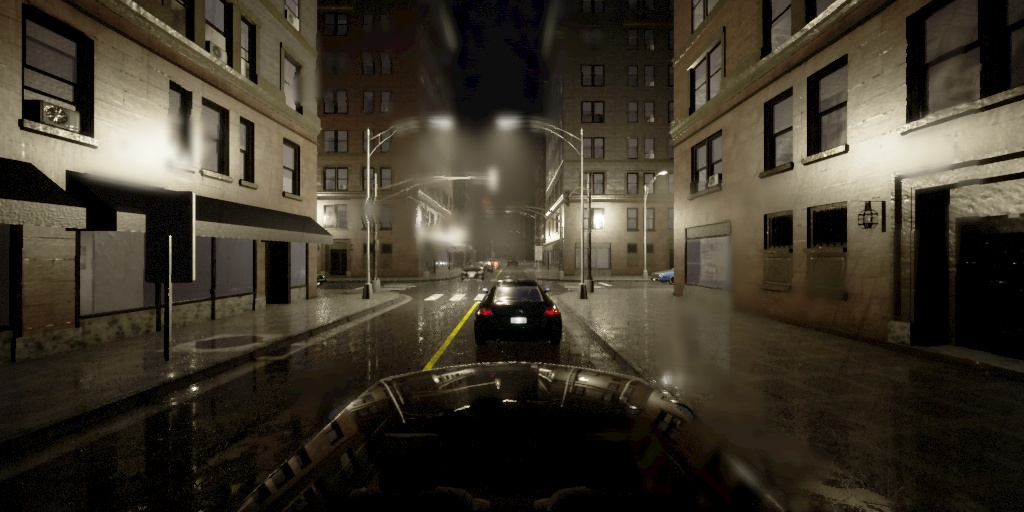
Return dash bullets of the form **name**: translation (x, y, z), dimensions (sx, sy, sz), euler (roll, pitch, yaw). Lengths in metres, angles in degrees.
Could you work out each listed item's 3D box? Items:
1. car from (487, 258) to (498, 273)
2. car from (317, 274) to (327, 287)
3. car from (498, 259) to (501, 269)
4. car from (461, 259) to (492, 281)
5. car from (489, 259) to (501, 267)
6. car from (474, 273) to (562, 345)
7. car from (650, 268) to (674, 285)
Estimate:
- **car**: translation (-3.077, 1.295, 42.415), dimensions (2.033, 1.411, 5.357), euler (0, 0, 0)
- **car**: translation (-14.016, 1.387, 21.877), dimensions (4.718, 1.301, 1.895), euler (0, 0, 0)
- **car**: translation (-3.062, 1.096, 53.408), dimensions (2.097, 1.767, 4.553), euler (0, 0, 0)
- **car**: translation (-3.082, 1.241, 29.804), dimensions (2.128, 1.511, 4.902), euler (0, 0, 0)
- **car**: translation (-3.023, 1.258, 65.168), dimensions (1.812, 1.442, 4.674), euler (0, 0, 1)
- **car**: translation (0.118, 1.314, 9.497), dimensions (1.994, 1.385, 4.181), euler (0, 0, -1)
- **car**: translation (12.626, 1.261, 25.150), dimensions (5.357, 1.411, 2.033), euler (0, 0, 0)
